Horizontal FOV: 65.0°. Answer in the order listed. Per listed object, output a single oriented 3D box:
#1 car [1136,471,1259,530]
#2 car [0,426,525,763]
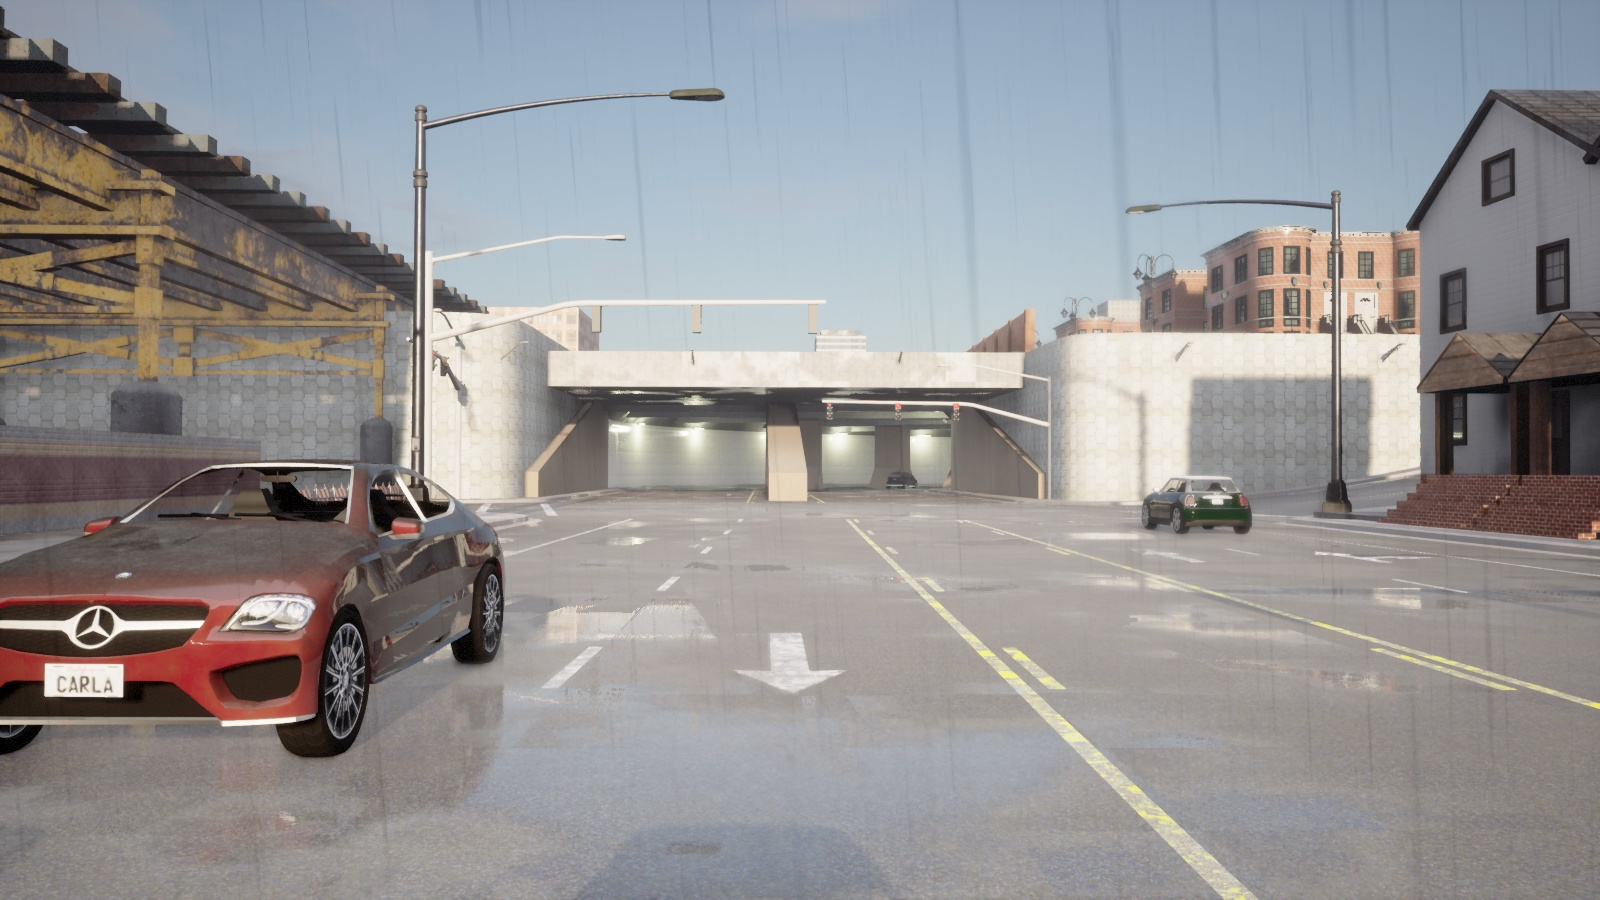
[{"bbox_3d":[10.448,1.296,33.317,1.970,1.475,3.806,0,-1,-1],"label":"car"},{"bbox_3d":[-3.521,0.753,8.692,2.152,1.651,5.027,0,-1,0],"label":"car"}]
